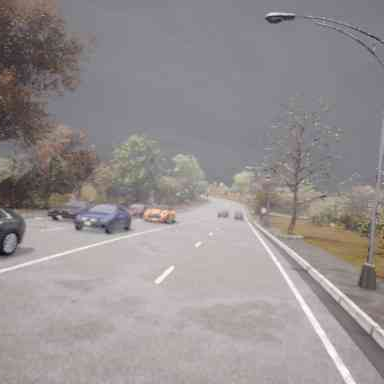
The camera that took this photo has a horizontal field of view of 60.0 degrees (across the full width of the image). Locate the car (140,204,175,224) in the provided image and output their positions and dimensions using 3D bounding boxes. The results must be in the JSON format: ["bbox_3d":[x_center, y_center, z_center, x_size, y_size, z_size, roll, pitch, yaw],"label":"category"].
[{"bbox_3d":[-2.888,1.919,30.863,2.097,1.767,4.553,6,-3,9],"label":"car"}]

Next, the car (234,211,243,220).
[{"bbox_3d":[10.012,5.201,71.373,2.033,1.411,5.357,6,-2,8],"label":"car"}]

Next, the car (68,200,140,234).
[{"bbox_3d":[-4.705,1.380,18.432,1.812,1.442,4.674,6,-2,8],"label":"car"}]

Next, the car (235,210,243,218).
[{"bbox_3d":[11.511,5.450,81.604,1.812,1.442,4.674,6,0,8],"label":"car"}]

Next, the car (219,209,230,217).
[{"bbox_3d":[8.067,5.099,82.117,2.128,1.511,4.902,6,0,8],"label":"car"}]

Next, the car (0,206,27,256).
[{"bbox_3d":[-6.185,0.932,8.205,1.837,1.490,4.892,6,-1,8],"label":"car"}]

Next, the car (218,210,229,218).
[{"bbox_3d":[6.568,4.849,71.887,2.033,1.411,5.357,6,-2,8],"label":"car"}]

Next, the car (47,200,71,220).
[{"bbox_3d":[-7.612,1.257,22.704,2.033,1.411,5.357,6,-2,8],"label":"car"}]
